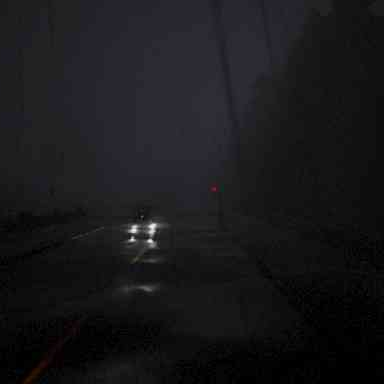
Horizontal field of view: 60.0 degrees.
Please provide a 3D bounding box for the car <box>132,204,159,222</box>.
[{"bbox_3d":[-4.033,1.836,29.539,1.837,1.490,4.892,0,-1,0],"label":"car"}]

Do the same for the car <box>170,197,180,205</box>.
[{"bbox_3d":[-4.035,2.119,80.636,2.150,2.045,5.566,0,-1,0],"label":"car"}]
